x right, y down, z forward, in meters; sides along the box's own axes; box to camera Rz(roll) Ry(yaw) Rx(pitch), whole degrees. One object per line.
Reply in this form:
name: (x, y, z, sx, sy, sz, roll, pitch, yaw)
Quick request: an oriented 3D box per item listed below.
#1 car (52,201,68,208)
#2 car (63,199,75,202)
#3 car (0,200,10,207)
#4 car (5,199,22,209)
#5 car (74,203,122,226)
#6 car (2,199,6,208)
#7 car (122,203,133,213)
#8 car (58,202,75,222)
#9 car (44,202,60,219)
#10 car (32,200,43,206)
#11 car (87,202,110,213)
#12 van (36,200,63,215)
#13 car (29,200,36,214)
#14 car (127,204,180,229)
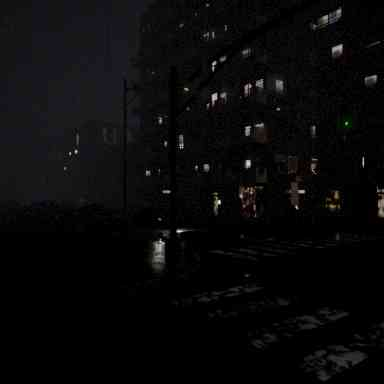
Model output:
car: (-26.513, 2.473, 66.629, 1.887, 1.381, 4.507, -1, 0, -35)
car: (-23.313, 2.171, 62.132, 2.192, 1.841, 5.009, -1, 0, -35)
car: (-42.659, 2.672, 75.712, 1.752, 1.417, 4.829, -1, 0, -35)
car: (-33.143, 2.371, 62.351, 1.967, 1.590, 4.097, -1, 0, -35)
car: (-7.499, 1.782, 26.352, 1.967, 1.590, 4.097, -1, 0, -35)
car: (-36.346, 2.548, 66.851, 1.887, 1.381, 4.507, -1, 0, -35)
car: (-7.391, 2.016, 39.785, 1.752, 1.417, 4.829, -1, 0, -35)
car: (-10.604, 1.940, 30.713, 1.752, 1.417, 4.829, -1, 0, -35)
car: (-13.907, 2.042, 35.351, 2.008, 1.369, 4.403, -1, 0, -35)
car: (-39.326, 2.784, 84.616, 1.947, 1.339, 4.313, -1, 0, -35)
car: (-13.698, 2.202, 48.641, 1.947, 1.339, 4.313, -1, 0, -35)
van: (-17.117, 1.906, 39.852, 1.690, 1.788, 3.998, -1, 0, -35)
car: (-20.320, 2.079, 44.352, 1.967, 1.590, 4.097, -1, 0, -35)
car: (-2.742, 1.815, 24.120, 1.812, 1.442, 4.674, 0, -1, -35)
